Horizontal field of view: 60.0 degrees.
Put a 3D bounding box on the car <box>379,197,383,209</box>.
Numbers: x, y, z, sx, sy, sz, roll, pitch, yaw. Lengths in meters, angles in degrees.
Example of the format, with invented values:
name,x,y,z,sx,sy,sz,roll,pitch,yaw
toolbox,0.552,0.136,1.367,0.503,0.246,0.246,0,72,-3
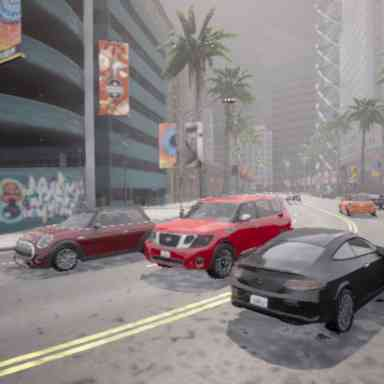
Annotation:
name,x,y,z,sx,sy,sz,roll,pitch,yaw
car,19.444,1.073,36.579,1.837,1.490,4.892,-1,0,13

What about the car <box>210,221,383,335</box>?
name,x,y,z,sx,sy,sz,roll,pitch,yaw
car,2.650,1.459,6.654,4.674,1.442,1.812,-1,1,-45

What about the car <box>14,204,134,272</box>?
name,x,y,z,sx,sy,sz,roll,pitch,yaw
car,-3.226,1.326,10.907,2.097,1.767,4.553,0,0,44

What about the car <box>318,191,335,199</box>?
name,x,y,z,sx,sy,sz,roll,pitch,yaw
car,31.783,0.544,77.987,2.185,1.767,4.553,-1,0,13

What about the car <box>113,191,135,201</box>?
name,x,y,z,sx,sy,sz,roll,pitch,yaw
car,-10.322,0.857,49.586,2.435,2.045,5.566,-1,0,13

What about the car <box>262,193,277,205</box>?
name,x,y,z,sx,sy,sz,roll,pitch,yaw
car,11.620,1.019,50.030,2.128,1.511,4.902,-1,0,13

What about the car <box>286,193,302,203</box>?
name,x,y,z,sx,sy,sz,roll,pitch,yaw
car,15.034,0.816,49.267,1.994,1.385,4.181,-1,0,13

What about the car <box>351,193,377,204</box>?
name,x,y,z,sx,sy,sz,roll,pitch,yaw
car,25.382,0.910,49.320,2.231,1.521,4.892,-1,0,13

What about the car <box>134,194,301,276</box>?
name,x,y,z,sx,sy,sz,roll,pitch,yaw
car,1.166,1.150,10.300,2.150,2.045,5.566,0,1,41

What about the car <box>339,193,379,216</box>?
name,x,y,z,sx,sy,sz,roll,pitch,yaw
car,13.783,1.035,28.029,2.097,1.767,4.553,-1,0,15
